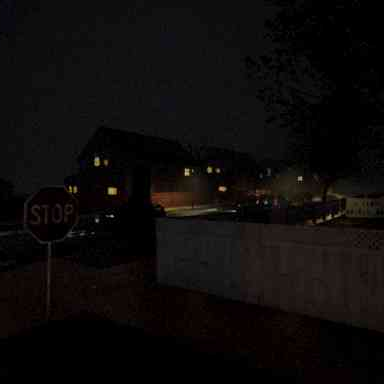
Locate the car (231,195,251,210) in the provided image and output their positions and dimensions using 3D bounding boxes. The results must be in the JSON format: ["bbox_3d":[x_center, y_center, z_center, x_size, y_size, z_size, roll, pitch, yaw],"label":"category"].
[{"bbox_3d":[5.495,1.038,32.269,1.994,1.385,4.181,2,2,35],"label":"car"}]

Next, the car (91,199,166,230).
[{"bbox_3d":[-3.568,1.204,19.440,2.128,1.511,4.902,2,2,35],"label":"car"}]

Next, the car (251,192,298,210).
[{"bbox_3d":[7.505,0.924,30.005,2.097,1.767,4.553,2,2,35],"label":"car"}]

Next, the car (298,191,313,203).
[{"bbox_3d":[15.226,0.621,45.883,1.882,1.535,5.008,2,2,35],"label":"car"}]
